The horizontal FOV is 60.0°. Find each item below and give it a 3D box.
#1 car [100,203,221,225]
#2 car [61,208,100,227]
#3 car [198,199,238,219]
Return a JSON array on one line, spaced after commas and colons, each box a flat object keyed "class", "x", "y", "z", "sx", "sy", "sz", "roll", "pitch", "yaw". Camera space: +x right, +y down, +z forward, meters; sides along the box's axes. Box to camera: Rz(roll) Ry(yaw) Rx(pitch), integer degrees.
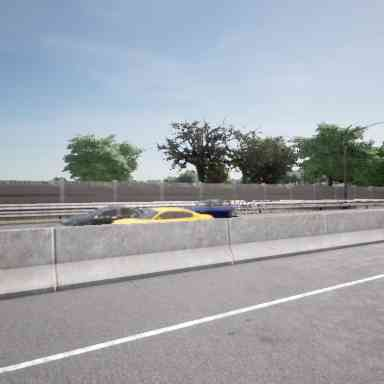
[{"class": "car", "x": -1.354, "y": 1.475, "z": 15.302, "sx": 5.008, "sy": 1.535, "sz": 1.882, "roll": 0, "pitch": 0, "yaw": -32}, {"class": "car", "x": -4.326, "y": 1.502, "z": 17.565, "sx": 4.892, "sy": 1.490, "sz": 1.837, "roll": 0, "pitch": 0, "yaw": -32}, {"class": "car", "x": 1.216, "y": 1.360, "z": 25.189, "sx": 4.553, "sy": 1.767, "sz": 2.097, "roll": 0, "pitch": 0, "yaw": -32}]
